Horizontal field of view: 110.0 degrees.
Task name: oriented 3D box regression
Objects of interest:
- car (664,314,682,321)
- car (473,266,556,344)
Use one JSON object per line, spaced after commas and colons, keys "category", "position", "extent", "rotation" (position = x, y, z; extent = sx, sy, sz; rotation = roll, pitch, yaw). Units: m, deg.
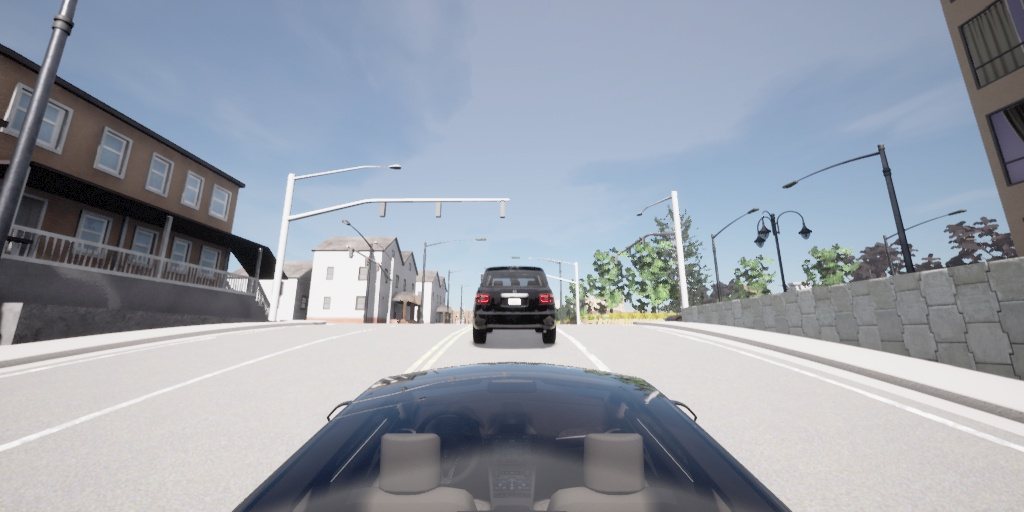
{"category": "car", "position": [15.876, 5.443, 31.703], "extent": [4.553, 1.767, 2.097], "rotation": [0, -12, 1]}
{"category": "car", "position": [0.066, 1.499, 11.164], "extent": [2.150, 2.045, 5.566], "rotation": [0, -7, 0]}
